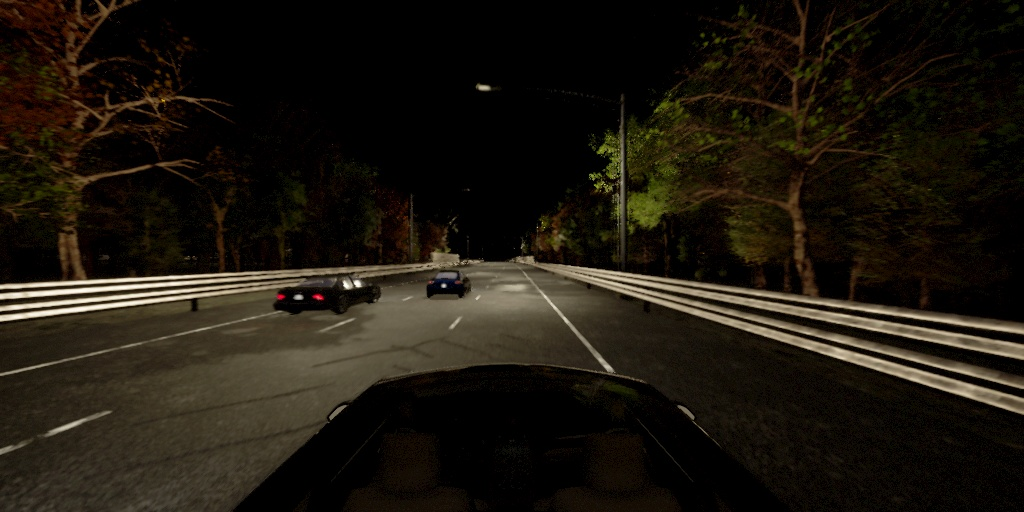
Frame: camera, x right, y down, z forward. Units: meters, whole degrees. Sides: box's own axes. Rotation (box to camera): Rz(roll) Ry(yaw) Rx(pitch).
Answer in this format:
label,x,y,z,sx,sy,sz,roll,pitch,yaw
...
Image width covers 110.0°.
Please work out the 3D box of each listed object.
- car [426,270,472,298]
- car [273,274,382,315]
label,x,y,z,sx,sy,sz,roll,pitch,yaw
car,-3.399,1.473,19.918,1.994,1.385,4.181,0,0,0
car,-6.897,1.406,14.101,2.033,1.411,5.357,0,0,0
